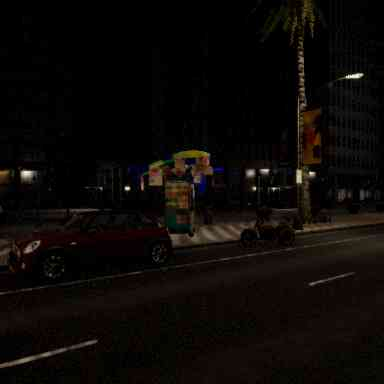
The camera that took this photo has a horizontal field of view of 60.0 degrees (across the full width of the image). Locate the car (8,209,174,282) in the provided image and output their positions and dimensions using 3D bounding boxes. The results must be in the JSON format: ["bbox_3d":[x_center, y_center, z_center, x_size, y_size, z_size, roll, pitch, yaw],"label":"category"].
[{"bbox_3d":[-2.873,1.350,9.925,4.553,1.767,2.185,0,0,-35],"label":"car"}]
